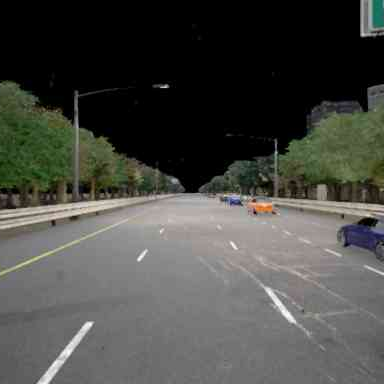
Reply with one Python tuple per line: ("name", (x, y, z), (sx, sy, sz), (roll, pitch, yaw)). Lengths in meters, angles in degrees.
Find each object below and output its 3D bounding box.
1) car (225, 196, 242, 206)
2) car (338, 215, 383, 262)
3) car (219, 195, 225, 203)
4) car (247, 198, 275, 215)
("car", (6.976, 1.501, 54.629), (1.882, 1.535, 5.008), (0, 0, 0))
("car", (6.992, 1.534, 11.986), (1.812, 1.442, 4.674), (0, 0, 0))
("car", (6.980, 1.522, 72.660), (1.837, 1.490, 4.892), (0, 0, 0))
("car", (6.987, 1.354, 34.107), (2.097, 1.767, 4.553), (0, 0, 0))
